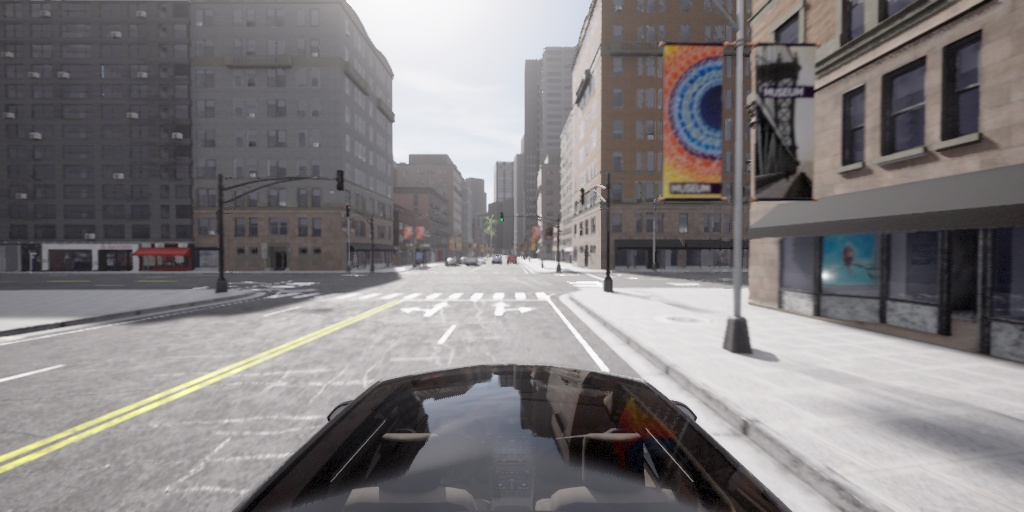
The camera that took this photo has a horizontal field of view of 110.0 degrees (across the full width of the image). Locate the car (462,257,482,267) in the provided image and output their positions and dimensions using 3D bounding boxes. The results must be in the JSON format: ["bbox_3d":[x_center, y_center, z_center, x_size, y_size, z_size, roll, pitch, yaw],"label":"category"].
[{"bbox_3d":[-6.540,0.976,58.952,1.882,1.535,5.008,0,0,1],"label":"car"}]

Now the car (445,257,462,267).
[{"bbox_3d":[-9.788,0.990,58.947,2.128,1.511,4.902,0,0,1],"label":"car"}]
